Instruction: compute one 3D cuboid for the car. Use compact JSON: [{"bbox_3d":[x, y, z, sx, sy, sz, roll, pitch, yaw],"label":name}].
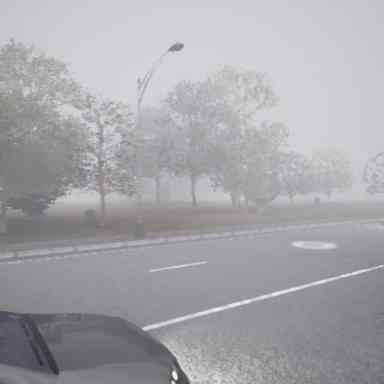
[{"bbox_3d":[-2.015,1.564,2.306,4.181,1.385,1.994,0,0,-35],"label":"car"}]
